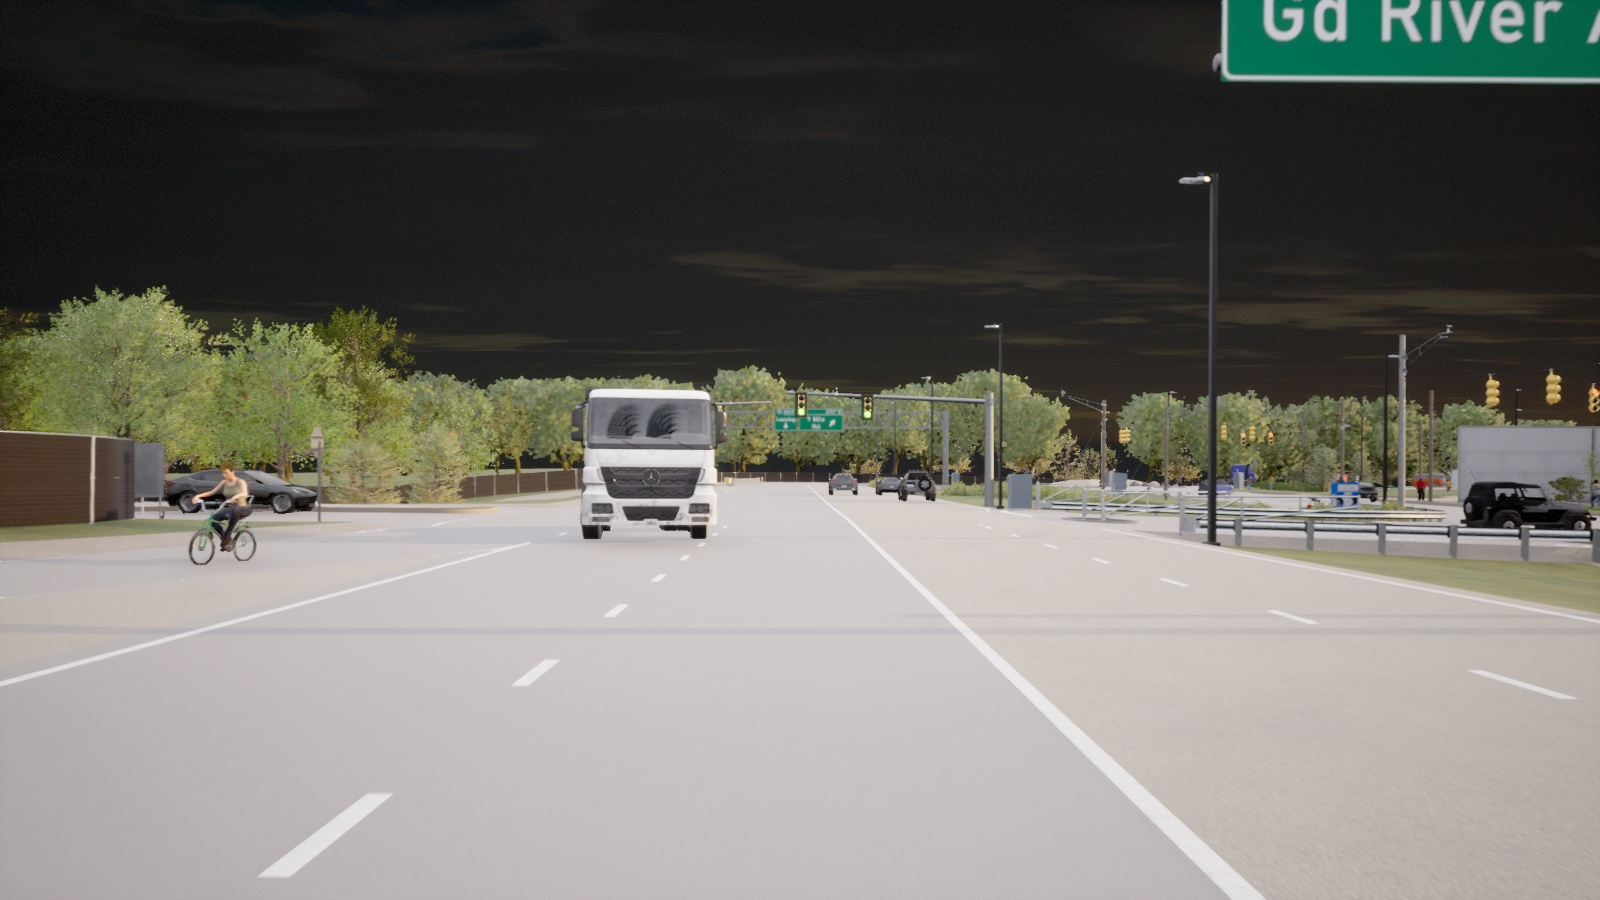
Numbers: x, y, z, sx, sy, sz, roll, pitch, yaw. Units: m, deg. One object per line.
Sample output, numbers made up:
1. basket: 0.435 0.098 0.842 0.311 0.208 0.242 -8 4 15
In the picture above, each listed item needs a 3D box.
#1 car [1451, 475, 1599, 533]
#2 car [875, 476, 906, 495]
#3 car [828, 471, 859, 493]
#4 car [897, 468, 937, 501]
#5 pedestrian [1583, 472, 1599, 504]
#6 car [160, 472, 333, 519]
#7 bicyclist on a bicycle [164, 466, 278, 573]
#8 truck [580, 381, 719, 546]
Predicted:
1. car: 24.178 1.781 41.957 3.866 1.878 1.905 0 -1 0
2. car: 6.779 2.660 94.748 1.994 1.385 4.181 0 -1 0
3. car: 3.276 2.405 95.582 2.152 1.651 5.027 0 -1 0
4. car: 6.827 2.010 73.698 1.932 1.855 4.605 0 -1 0
5. pedestrian: 46.134 2.194 72.837 0.874 1.855 0.900 0 0 0
6. car: -18.331 1.502 41.755 4.792 1.488 2.163 0 -1 0
7. bicyclist on a bicycle: -9.164 1.073 19.935 0.866 1.612 1.509 -1 -1 15
8. truck: -3.848 0.357 30.502 2.891 3.462 7.936 0 -1 -10
